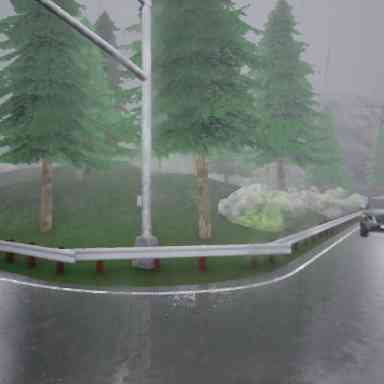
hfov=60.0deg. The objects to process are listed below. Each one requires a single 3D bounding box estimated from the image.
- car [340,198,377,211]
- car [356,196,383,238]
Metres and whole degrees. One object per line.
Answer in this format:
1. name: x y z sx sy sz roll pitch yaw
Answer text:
1. car: 21.366 1.584 42.996 1.812 1.442 4.674 0 0 -10
2. car: 10.284 1.247 17.486 2.150 2.045 5.566 0 0 33
